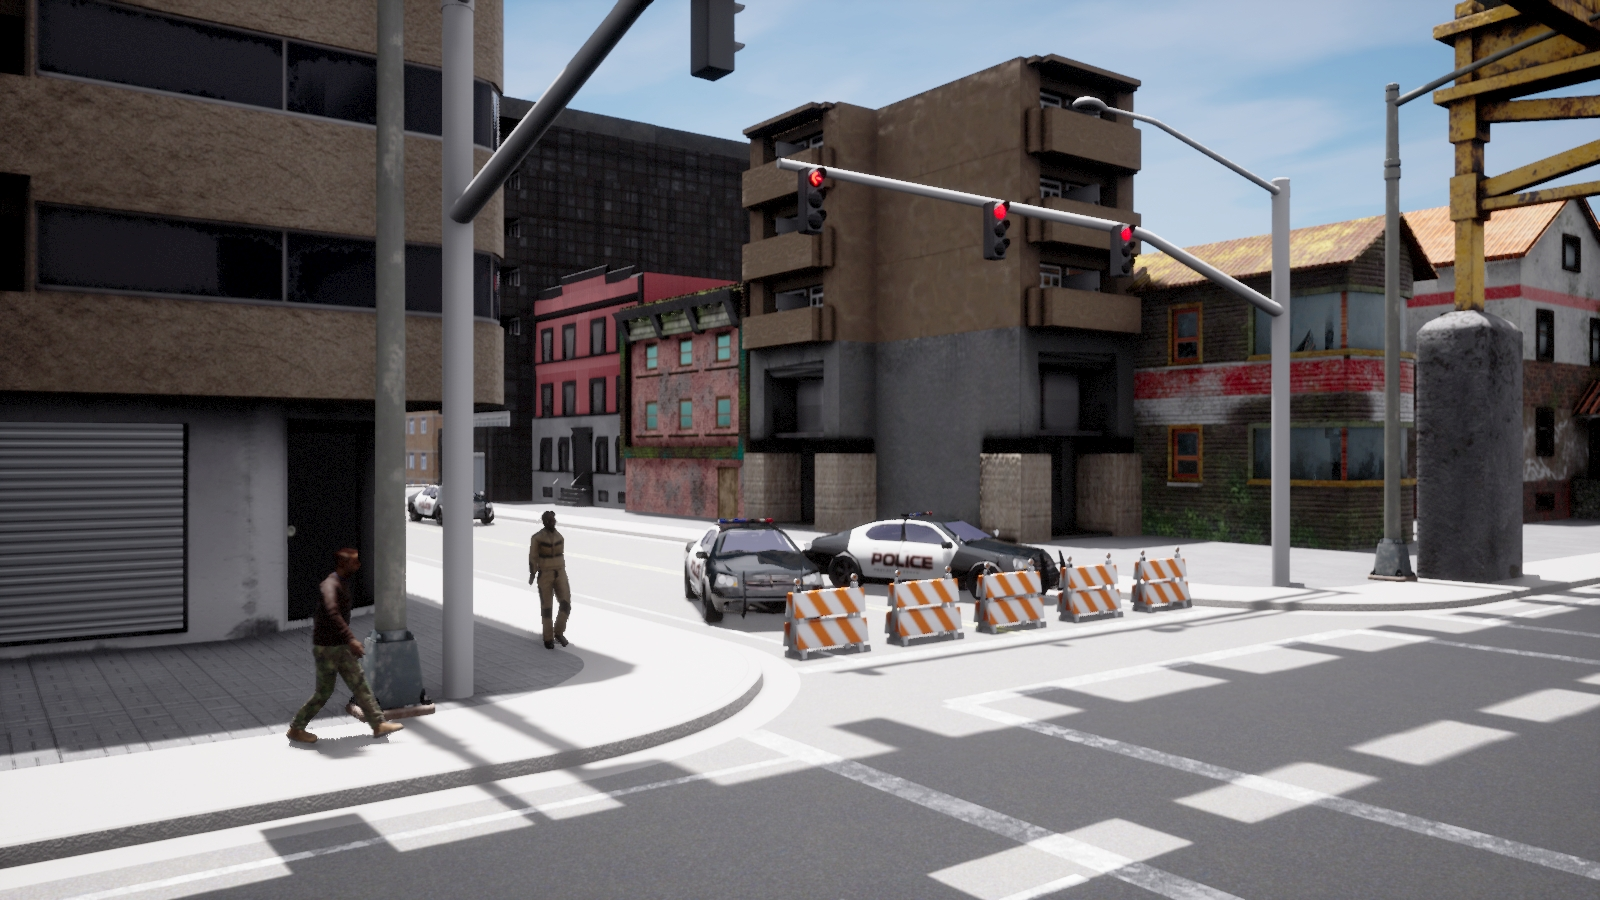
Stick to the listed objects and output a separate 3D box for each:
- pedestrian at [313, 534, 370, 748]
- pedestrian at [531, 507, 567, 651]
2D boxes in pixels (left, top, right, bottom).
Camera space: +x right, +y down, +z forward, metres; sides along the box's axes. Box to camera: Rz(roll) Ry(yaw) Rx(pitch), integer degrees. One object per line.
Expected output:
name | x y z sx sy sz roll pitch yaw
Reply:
pedestrian | -4.120 1.700 10.283 0.375 1.860 0.375 0 0 -3
pedestrian | -3.343 1.699 15.216 0.375 1.860 0.375 0 0 -32
